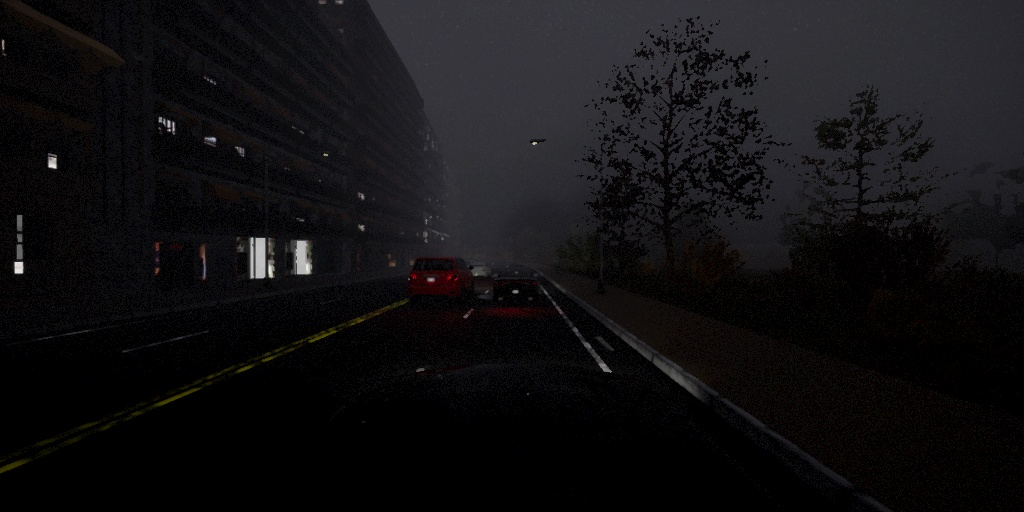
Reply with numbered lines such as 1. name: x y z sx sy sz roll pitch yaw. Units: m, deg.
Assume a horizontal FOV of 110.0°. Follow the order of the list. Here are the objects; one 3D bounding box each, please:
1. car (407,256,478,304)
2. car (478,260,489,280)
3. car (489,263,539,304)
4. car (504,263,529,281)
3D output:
1. car: -3.073 1.008 16.460 2.150 2.045 5.566 0 0 1
2. car: -2.848 1.287 31.430 1.812 1.442 4.674 0 0 1
3. car: 0.176 1.235 16.382 1.882 1.535 5.008 0 0 1
4. car: 0.402 1.326 31.381 1.994 1.385 4.181 0 0 1
